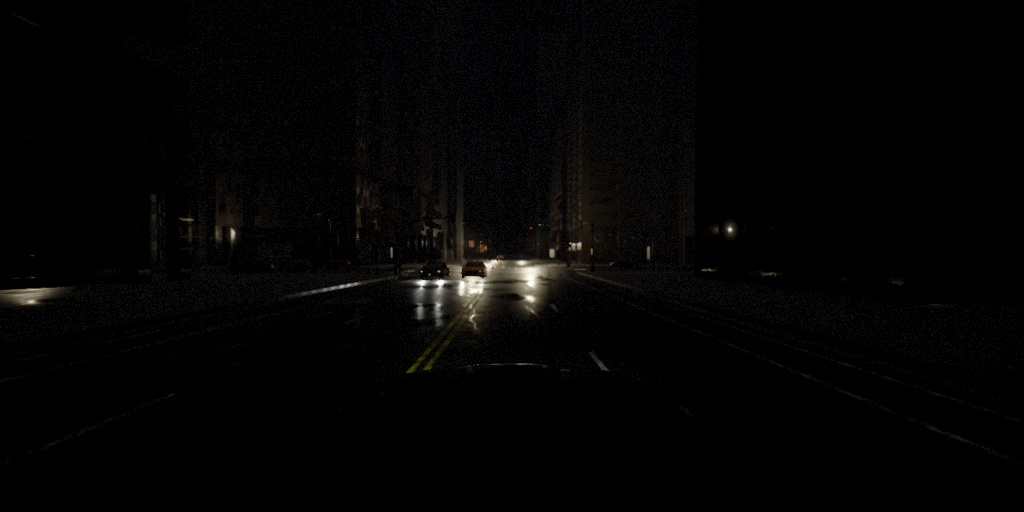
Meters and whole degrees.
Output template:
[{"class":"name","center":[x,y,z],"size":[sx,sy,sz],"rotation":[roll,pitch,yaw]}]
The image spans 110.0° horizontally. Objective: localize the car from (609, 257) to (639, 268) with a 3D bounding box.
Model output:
[{"class":"car","center":[16.676,0.971,53.519],"size":[4.097,1.591,1.967],"rotation":[0,0,0]}]

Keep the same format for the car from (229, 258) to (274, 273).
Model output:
[{"class":"car","center":[-30.157,1.125,41.862],"size":[5.009,1.841,2.192],"rotation":[0,0,0]}]

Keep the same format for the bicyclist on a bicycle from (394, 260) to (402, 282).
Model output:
[{"class":"bicyclist on a bicycle","center":[-8.753,1.144,27.596],"size":[0.582,1.620,1.656],"rotation":[0,0,0]}]

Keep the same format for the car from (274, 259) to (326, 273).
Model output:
[{"class":"car","center":[-24.731,1.357,41.865],"size":[4.313,1.339,1.948],"rotation":[0,0,0]}]

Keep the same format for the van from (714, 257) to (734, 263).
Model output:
[{"class":"van","center":[27.513,1.002,44.935],"size":[3.998,1.789,1.690],"rotation":[0,0,0]}]

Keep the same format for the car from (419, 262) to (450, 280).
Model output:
[{"class":"car","center":[-6.537,1.207,30.859],"size":[1.812,1.442,4.674],"rotation":[0,0,1]}]

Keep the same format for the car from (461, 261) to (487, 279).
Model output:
[{"class":"car","center":[-3.277,1.157,31.575],"size":[1.882,1.535,5.008],"rotation":[0,0,1]}]

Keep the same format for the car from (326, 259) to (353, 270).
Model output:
[{"class":"car","center":[-24.734,1.087,50.389],"size":[4.097,1.591,1.967],"rotation":[0,0,0]}]

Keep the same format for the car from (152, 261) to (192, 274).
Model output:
[{"class":"car","center":[-40.838,1.375,41.855],"size":[4.829,1.417,1.751],"rotation":[0,0,0]}]
